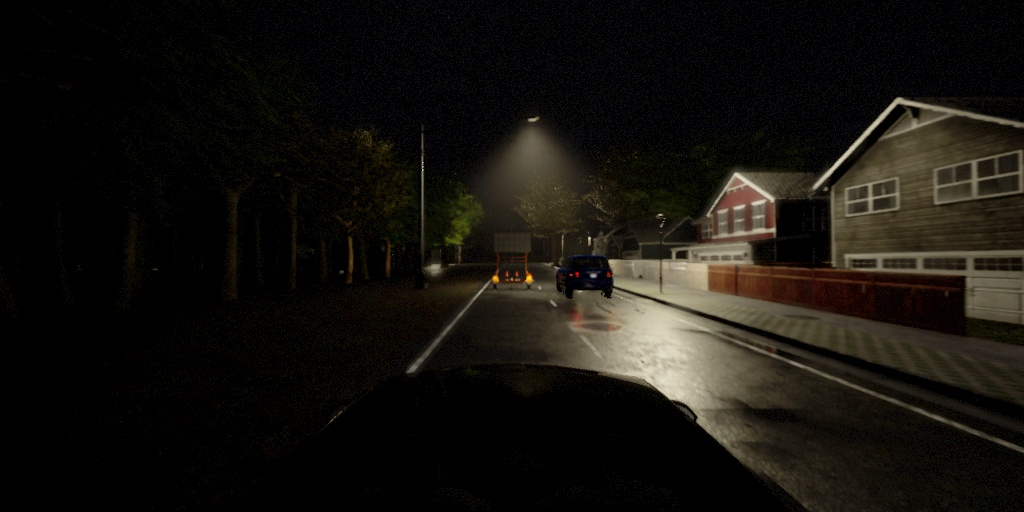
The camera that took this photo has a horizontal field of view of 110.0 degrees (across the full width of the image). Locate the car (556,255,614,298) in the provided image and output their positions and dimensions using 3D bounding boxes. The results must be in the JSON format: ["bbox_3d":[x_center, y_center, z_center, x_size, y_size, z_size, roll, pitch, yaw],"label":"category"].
[{"bbox_3d":[3.604,0.970,18.539,2.150,2.045,5.566,0,0,0],"label":"car"}]

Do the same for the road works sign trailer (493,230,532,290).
[{"bbox_3d":[0.010,0.212,22.241,2.380,3.560,2.880,0,0,0],"label":"road works sign trailer"}]
